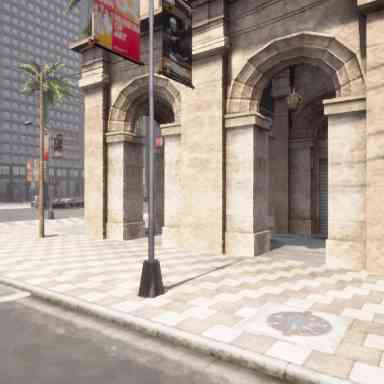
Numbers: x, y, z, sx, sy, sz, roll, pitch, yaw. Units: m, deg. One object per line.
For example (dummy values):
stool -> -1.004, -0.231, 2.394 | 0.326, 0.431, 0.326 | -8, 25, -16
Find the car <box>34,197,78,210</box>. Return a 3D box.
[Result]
car -> -17.455, 1.601, 42.222 | 1.895, 1.301, 4.718 | 0, 0, 36

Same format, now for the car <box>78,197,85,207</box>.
car -> -16.562, 1.513, 48.769 | 2.161, 1.482, 4.786 | 0, 0, 35
